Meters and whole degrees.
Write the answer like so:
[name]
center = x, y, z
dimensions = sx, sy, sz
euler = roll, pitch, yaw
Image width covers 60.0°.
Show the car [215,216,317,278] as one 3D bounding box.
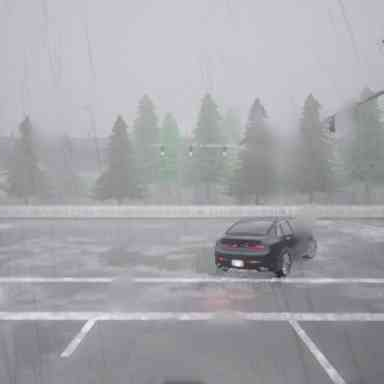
[car]
center = 2.446, 1.524, 10.426
dimensions = 1.837, 1.490, 4.892
euler = -2, -1, 32
